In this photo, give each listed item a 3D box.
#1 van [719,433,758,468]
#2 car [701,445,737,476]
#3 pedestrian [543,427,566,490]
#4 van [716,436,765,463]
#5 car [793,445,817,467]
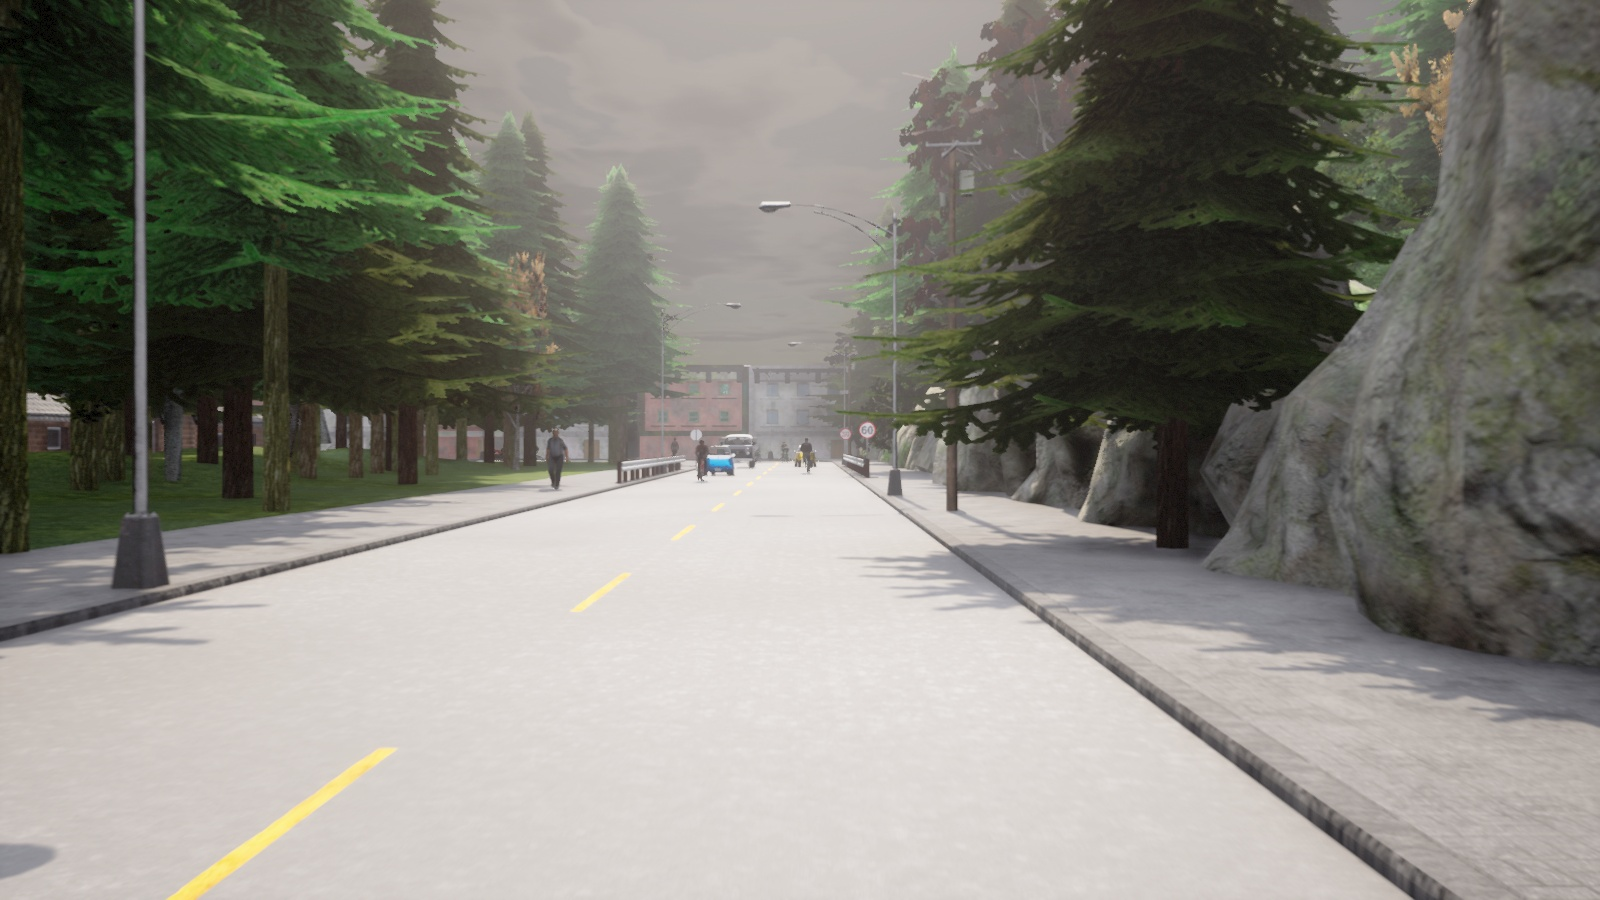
[{"bbox_3d":[-3.667,0.043,75.465,2.069,2.038,4.480,0,0,0],"label":"van"},{"bbox_3d":[-3.693,0.475,57.425,1.481,1.376,2.207,0,0,0],"label":"car"},{"bbox_3d":[-7.240,0.241,37.055,0.540,1.848,0.694,0,0,0],"label":"pedestrian"},{"bbox_3d":[-4.605,-0.046,96.182,1.775,1.987,4.442,0,0,-32],"label":"van"},{"bbox_3d":[0.338,0.356,79.046,1.481,1.376,2.207,0,1,0],"label":"car"}]
